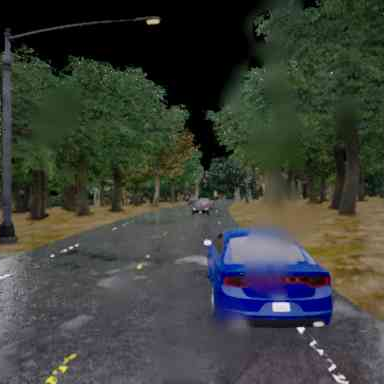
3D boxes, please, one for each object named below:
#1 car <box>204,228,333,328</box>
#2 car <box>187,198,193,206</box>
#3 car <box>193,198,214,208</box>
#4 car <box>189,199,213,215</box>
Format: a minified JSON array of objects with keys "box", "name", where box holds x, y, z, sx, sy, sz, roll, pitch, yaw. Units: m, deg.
[{"box":[1.314,1.526,7.283,1.882,1.535,5.008,0,0,1],"name":"car"},{"box":[0.407,1.773,60.844,2.033,1.411,5.357,0,0,10],"name":"car"},{"box":[1.861,1.551,46.400,2.097,1.767,4.553,0,0,7],"name":"car"},{"box":[1.029,1.784,36.419,1.895,1.301,4.718,0,0,4],"name":"car"}]
